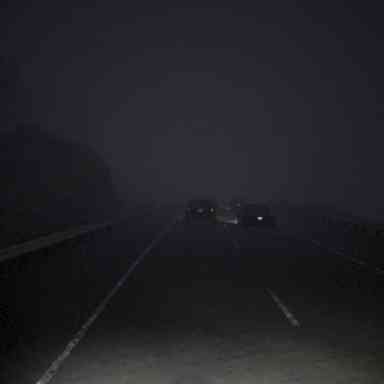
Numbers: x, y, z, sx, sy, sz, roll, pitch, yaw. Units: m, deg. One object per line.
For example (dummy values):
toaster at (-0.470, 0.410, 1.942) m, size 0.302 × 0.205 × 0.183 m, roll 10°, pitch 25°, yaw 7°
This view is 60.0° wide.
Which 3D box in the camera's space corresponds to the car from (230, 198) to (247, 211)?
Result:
car at (5.453, 1.399, 38.687) m, size 1.994 × 1.385 × 4.181 m, roll 0°, pitch 0°, yaw 6°

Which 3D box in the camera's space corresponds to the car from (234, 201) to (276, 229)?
car at (4.008, 1.474, 21.110) m, size 1.994 × 1.385 × 4.181 m, roll 0°, pitch 0°, yaw 3°

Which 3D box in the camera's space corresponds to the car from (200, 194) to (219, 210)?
car at (2.208, 1.176, 41.003) m, size 2.097 × 1.767 × 4.553 m, roll 0°, pitch 0°, yaw 7°

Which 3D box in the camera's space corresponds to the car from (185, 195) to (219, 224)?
car at (0.678, 1.249, 24.077) m, size 2.097 × 1.767 × 4.553 m, roll 0°, pitch 0°, yaw 3°
